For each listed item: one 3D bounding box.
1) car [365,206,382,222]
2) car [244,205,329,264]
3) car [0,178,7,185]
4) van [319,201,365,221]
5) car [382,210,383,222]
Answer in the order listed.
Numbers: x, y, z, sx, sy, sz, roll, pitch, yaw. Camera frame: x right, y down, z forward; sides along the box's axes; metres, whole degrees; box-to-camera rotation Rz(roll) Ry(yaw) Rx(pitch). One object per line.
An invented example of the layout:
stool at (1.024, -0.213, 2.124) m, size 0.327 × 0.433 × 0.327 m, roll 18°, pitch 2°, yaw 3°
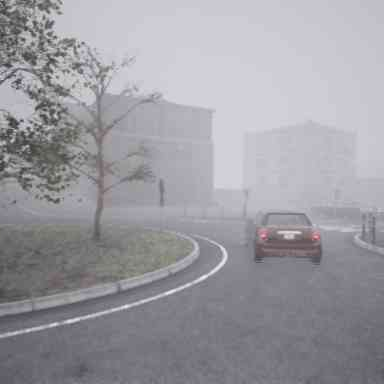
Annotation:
car at (17.428, 2.347, 36.486) m, size 2.097 × 1.535 × 5.008 m, roll 5°, pitch -2°, yaw -37°
car at (3.148, 1.390, 12.300) m, size 2.097 × 1.767 × 4.553 m, roll 1°, pitch 0°, yaw 4°
car at (-32.275, -1.745, 55.737) m, size 1.837 × 1.490 × 4.892 m, roll 1°, pitch 6°, yaw -21°
van at (15.171, 1.941, 34.904) m, size 1.878 × 1.987 × 4.442 m, roll 4°, pitch -2°, yaw -37°
car at (19.671, 2.421, 38.149) m, size 2.185 × 1.767 × 4.553 m, roll 5°, pitch -3°, yaw -37°
